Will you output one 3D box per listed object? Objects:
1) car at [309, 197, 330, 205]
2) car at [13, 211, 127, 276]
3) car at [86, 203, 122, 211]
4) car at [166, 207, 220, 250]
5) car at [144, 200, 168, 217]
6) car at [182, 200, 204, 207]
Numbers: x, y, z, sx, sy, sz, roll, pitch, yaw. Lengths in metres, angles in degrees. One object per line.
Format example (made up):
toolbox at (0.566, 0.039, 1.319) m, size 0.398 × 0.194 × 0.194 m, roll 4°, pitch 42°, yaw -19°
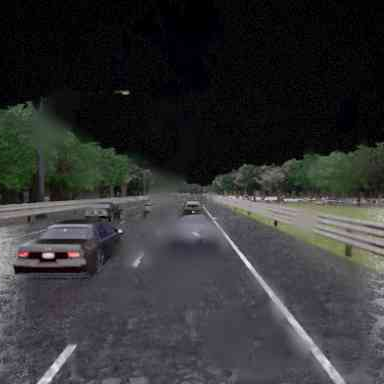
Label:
car at (26.479, 1.791, 69.250) m, size 1.882 × 1.535 × 5.008 m, roll 0°, pitch 0°, yaw -23°
car at (-3.398, 1.553, 10.373) m, size 2.033 × 1.411 × 5.357 m, roll 0°, pitch 0°, yaw 0°
car at (-6.899, 1.543, 26.429) m, size 2.033 × 1.411 × 5.357 m, roll 0°, pitch 0°, yaw 0°
car at (0.101, 1.573, 14.405) m, size 1.994 × 1.385 × 4.181 m, roll 0°, pitch 0°, yaw 0°
car at (-3.400, 1.522, 31.453) m, size 2.128 × 1.511 × 4.902 m, roll 0°, pitch 0°, yaw 0°
car at (0.103, 1.535, 31.586) m, size 1.837 × 1.490 × 4.892 m, roll 0°, pitch 0°, yaw 0°
